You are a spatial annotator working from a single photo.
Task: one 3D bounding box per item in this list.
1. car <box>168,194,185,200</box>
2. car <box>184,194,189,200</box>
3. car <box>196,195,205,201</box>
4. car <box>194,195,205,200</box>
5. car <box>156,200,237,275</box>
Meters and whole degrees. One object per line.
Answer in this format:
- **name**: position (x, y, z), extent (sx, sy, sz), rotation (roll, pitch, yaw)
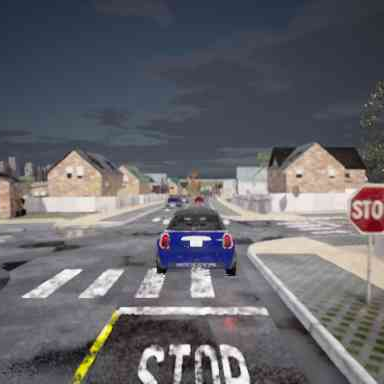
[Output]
- **car**: position (-2.230, 1.357, 41.606), extent (1.812, 1.442, 4.674), rotation (0, 0, 2)
- **car**: position (-1.677, 1.180, 57.481), extent (2.097, 1.767, 4.553), rotation (0, 0, 3)
- **car**: position (1.843, 1.304, 73.874), extent (1.895, 1.301, 4.718), rotation (0, 0, 3)
- **car**: position (1.386, 1.368, 63.847), extent (1.812, 1.442, 4.674), rotation (0, 0, 3)
- **car**: position (0.132, 1.290, 10.399), extent (2.097, 1.767, 4.553), rotation (0, 0, 1)
